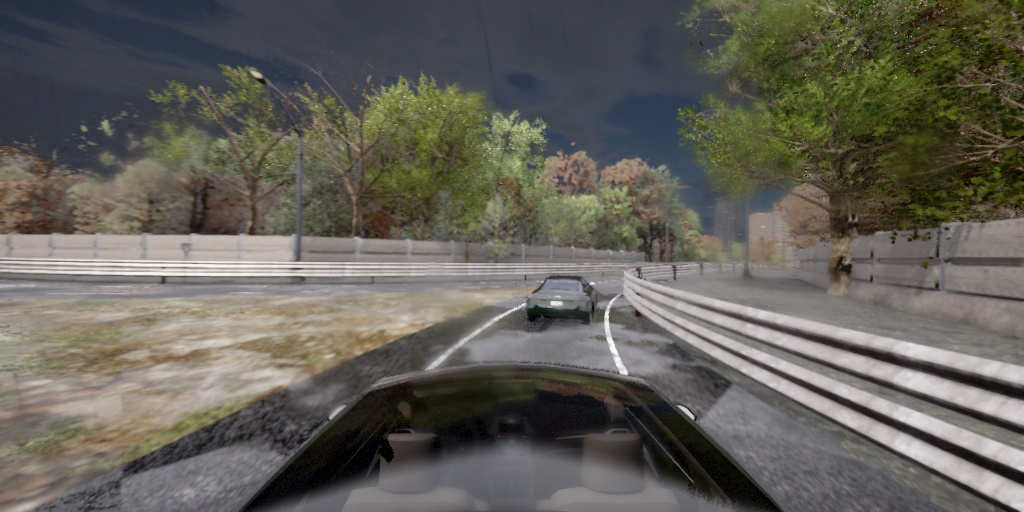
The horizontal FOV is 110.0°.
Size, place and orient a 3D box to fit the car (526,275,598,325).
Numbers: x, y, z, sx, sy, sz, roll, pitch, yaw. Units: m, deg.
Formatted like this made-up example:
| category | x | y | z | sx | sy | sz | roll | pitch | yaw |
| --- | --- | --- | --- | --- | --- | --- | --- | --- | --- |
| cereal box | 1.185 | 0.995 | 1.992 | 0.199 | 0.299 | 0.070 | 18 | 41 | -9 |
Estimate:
| category | x | y | z | sx | sy | sz | roll | pitch | yaw |
| --- | --- | --- | --- | --- | --- | --- | --- | --- | --- |
| car | 1.832 | 1.333 | 12.168 | 1.994 | 1.385 | 4.181 | 1 | 0 | 16 |
